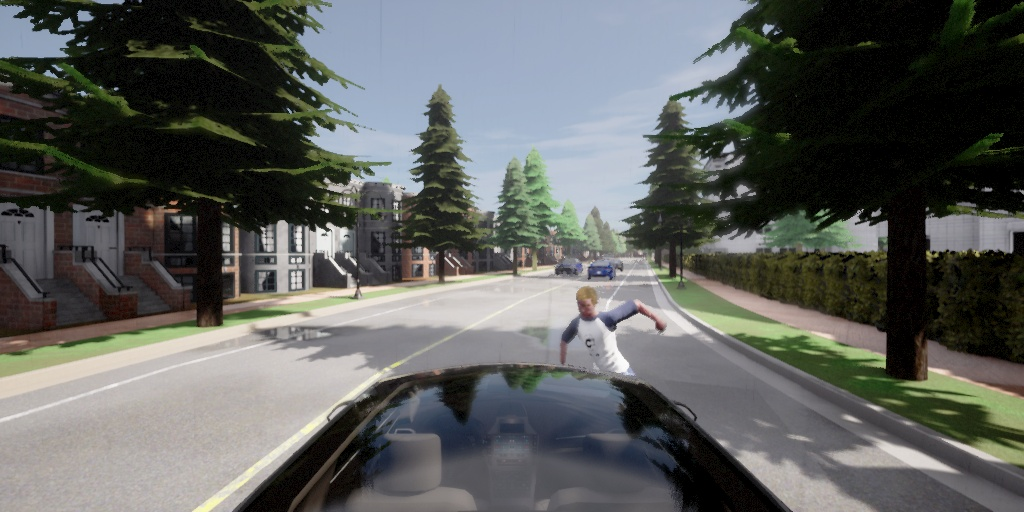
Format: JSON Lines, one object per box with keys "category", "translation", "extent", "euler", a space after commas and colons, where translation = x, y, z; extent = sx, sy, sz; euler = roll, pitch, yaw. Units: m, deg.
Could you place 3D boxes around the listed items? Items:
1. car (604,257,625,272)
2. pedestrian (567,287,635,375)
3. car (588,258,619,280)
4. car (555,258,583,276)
{"category": "car", "translation": [12.485, 1.139, 43.269], "extent": [2.033, 1.411, 5.357], "euler": [0, 0, 19]}
{"category": "pedestrian", "translation": [0.990, 1.092, 3.329], "extent": [0.375, 1.860, 0.375], "euler": [-27, 0, 1]}
{"category": "car", "translation": [7.447, 1.124, 29.482], "extent": [1.882, 1.535, 5.008], "euler": [0, 0, 20]}
{"category": "car", "translation": [5.650, 0.986, 35.321], "extent": [2.097, 1.767, 4.553], "euler": [0, 0, 20]}
